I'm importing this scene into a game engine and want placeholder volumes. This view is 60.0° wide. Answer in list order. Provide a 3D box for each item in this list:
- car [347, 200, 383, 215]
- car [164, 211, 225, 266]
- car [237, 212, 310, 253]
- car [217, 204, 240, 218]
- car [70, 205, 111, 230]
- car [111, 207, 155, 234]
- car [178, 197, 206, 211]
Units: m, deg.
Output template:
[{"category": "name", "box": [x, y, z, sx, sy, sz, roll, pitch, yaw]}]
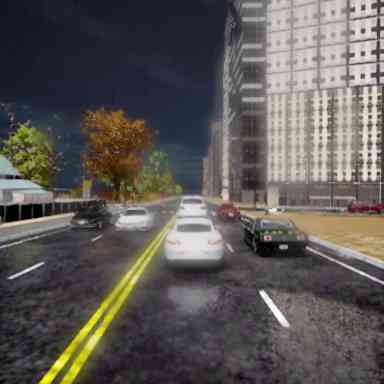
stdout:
[{"category": "car", "box": [22.937, 2.010, 43.366, 5.009, 1.841, 2.192, 0, 1, 20]}, {"category": "car", "box": [0.065, 1.619, 11.741, 1.812, 1.442, 4.674, 0, 0, 0]}, {"category": "car", "box": [3.317, 1.714, 14.223, 1.895, 1.301, 4.718, 0, 0, 0]}, {"category": "car", "box": [3.289, 1.774, 30.156, 1.812, 1.442, 4.674, 0, -1, 0]}, {"category": "car", "box": [-6.635, 1.688, 22.403, 1.837, 1.490, 4.892, 0, -1, 0]}, {"category": "car", "box": [-3.383, 1.692, 20.540, 1.812, 1.442, 4.674, 0, -1, 0]}, {"category": "car", "box": [0.047, 1.451, 28.142, 2.150, 2.045, 5.566, 0, -1, -1]}]
